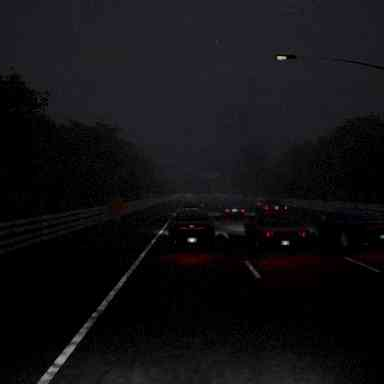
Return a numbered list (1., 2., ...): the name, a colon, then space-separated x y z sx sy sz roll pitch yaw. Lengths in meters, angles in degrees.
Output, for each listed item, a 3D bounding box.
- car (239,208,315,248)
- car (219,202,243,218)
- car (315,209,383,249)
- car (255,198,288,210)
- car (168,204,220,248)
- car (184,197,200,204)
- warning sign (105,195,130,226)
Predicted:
1. car: 3.500 1.616 14.681 1.895 1.301 4.718 0 0 0
2. car: 3.500 1.563 29.651 2.033 1.411 5.357 0 0 0
3. car: 7.000 1.484 14.651 1.882 1.535 5.008 0 0 0
4. car: 7.000 1.366 29.621 2.097 1.767 4.553 0 0 0
5. car: 0.000 1.516 14.651 1.837 1.490 4.892 0 0 0
6. car: 0.000 1.516 29.651 1.837 1.490 4.892 0 0 0
7. warning sign: -4.548 1.114 20.435 1.300 1.860 1.060 0 0 0
